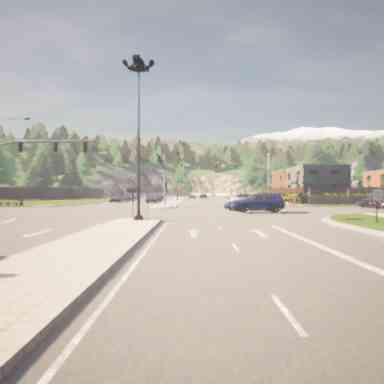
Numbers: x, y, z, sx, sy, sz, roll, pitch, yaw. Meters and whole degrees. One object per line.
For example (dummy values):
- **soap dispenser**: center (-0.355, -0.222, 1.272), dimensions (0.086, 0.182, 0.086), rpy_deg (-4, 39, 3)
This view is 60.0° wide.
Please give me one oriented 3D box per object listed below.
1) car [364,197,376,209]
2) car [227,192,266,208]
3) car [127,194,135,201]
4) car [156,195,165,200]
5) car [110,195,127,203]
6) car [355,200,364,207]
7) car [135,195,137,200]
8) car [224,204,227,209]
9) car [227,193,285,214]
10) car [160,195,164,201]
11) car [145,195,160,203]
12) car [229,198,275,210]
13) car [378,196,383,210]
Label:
- **car**: center (25.372, 1.139, 41.862), dimensions (5.566, 2.045, 2.150), rpy_deg (0, 0, -1)
- **car**: center (7.977, 1.126, 48.923), dimensions (2.150, 2.045, 5.566), rpy_deg (-2, 1, -42)
- **car**: center (-14.995, 1.355, 76.780), dimensions (1.837, 1.490, 4.892), rpy_deg (0, 0, 0)
- **car**: center (-7.995, 1.390, 85.533), dimensions (1.994, 1.385, 4.181), rpy_deg (0, 0, 0)
- **car**: center (-14.996, 1.419, 66.399), dimensions (2.033, 1.411, 5.357), rpy_deg (0, 0, 0)
- **car**: center (24.901, 1.403, 45.355), dimensions (4.902, 1.511, 2.128), rpy_deg (0, 0, -1)
- **car**: center (-14.995, 1.374, 87.275), dimensions (2.033, 1.411, 5.357), rpy_deg (0, 0, 0)
- **car**: center (6.366, 1.474, 38.169), dimensions (5.357, 1.411, 2.033), rpy_deg (0, 0, -1)
- **car**: center (6.840, 1.155, 34.674), dimensions (5.566, 2.045, 2.150), rpy_deg (0, 0, -1)
- **car**: center (-7.996, 1.381, 75.647), dimensions (1.812, 1.442, 4.674), rpy_deg (0, 0, 0)
- **car**: center (-7.996, 1.400, 66.037), dimensions (1.812, 1.442, 4.674), rpy_deg (0, 0, 0)
- **car**: center (7.444, 1.467, 41.680), dimensions (5.357, 1.411, 2.033), rpy_deg (0, 0, -1)
- **car**: center (24.943, 1.147, 38.357), dimensions (5.566, 2.045, 2.150), rpy_deg (0, 0, -1)
